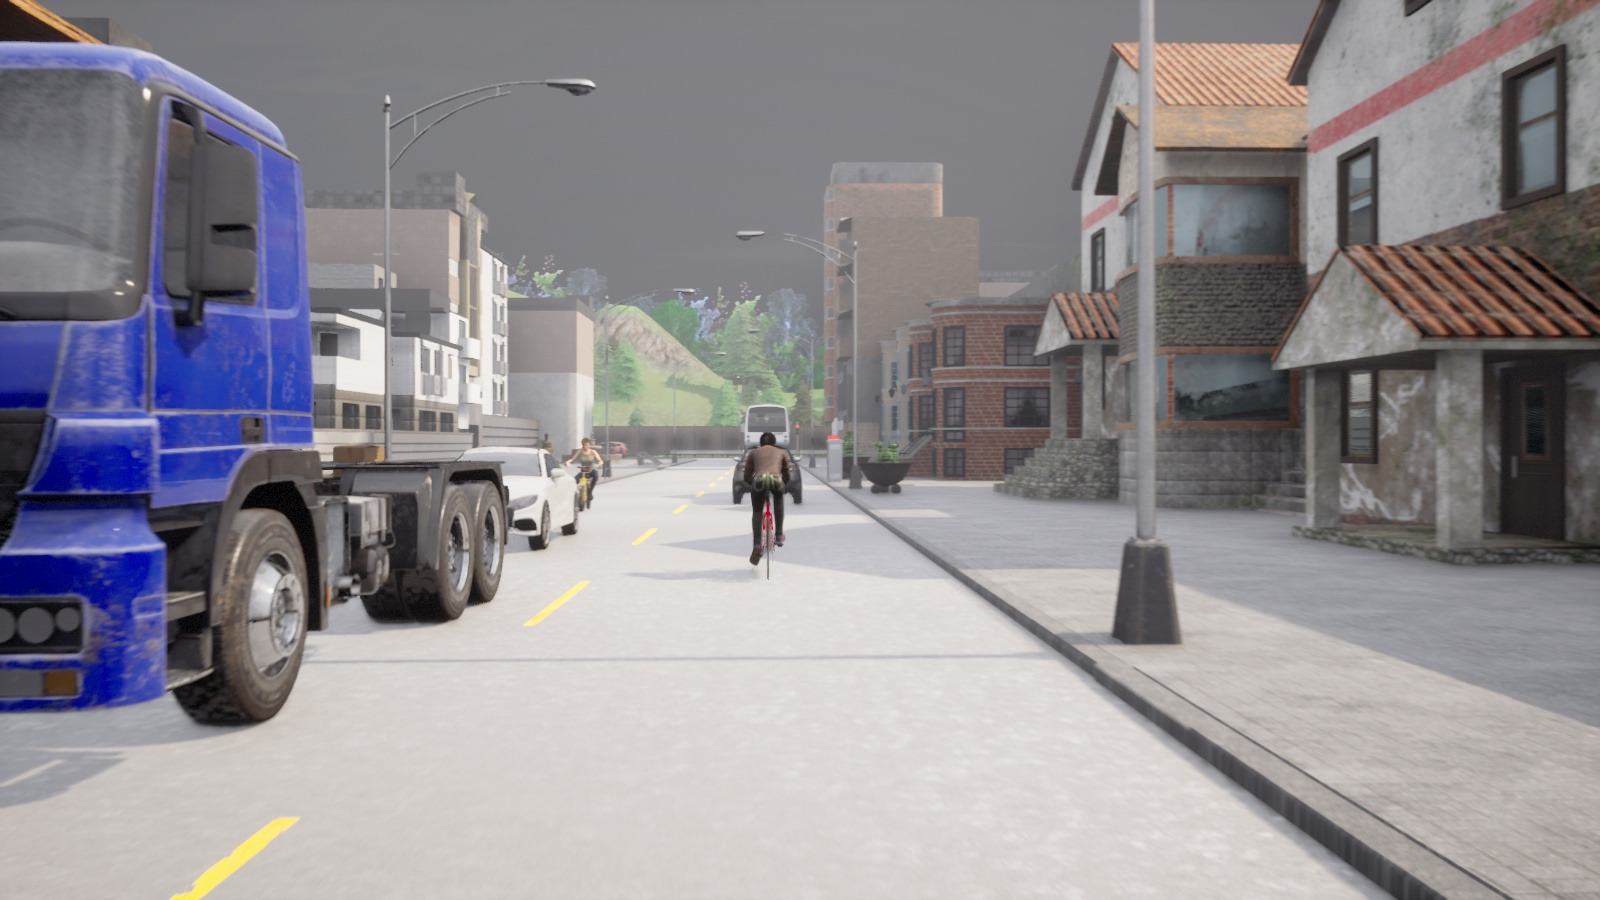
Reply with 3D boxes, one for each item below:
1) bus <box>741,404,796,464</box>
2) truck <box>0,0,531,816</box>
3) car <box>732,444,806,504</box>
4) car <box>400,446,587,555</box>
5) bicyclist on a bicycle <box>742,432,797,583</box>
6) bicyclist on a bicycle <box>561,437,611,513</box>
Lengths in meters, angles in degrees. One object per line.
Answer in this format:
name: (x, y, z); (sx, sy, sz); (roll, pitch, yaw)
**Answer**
bus: (-2.380, -1.168, 95.319); (3.944, 4.253, 10.273); (0, 0, -2)
truck: (-4.200, -0.288, 8.984); (2.891, 3.462, 7.936); (0, 0, 0)
car: (-0.806, 0.576, 32.631); (1.816, 1.474, 4.193); (0, 0, -1)
car: (-4.463, 0.663, 18.996); (1.812, 1.442, 4.674); (0, 0, -2)
bicyclist on a bicycle: (-0.346, 0.619, 14.296); (0.582, 1.620, 1.656); (0, 0, -1)
bicyclist on a bicycle: (-4.679, 0.526, 27.514); (0.866, 1.612, 1.509); (0, 0, -1)
